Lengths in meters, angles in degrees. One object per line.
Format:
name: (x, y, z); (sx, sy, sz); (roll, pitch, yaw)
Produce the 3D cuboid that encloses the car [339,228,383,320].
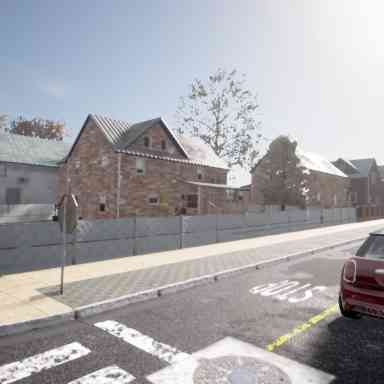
car: (4.753, 1.455, 6.720); (2.097, 1.767, 4.553); (-2, -2, 44)
